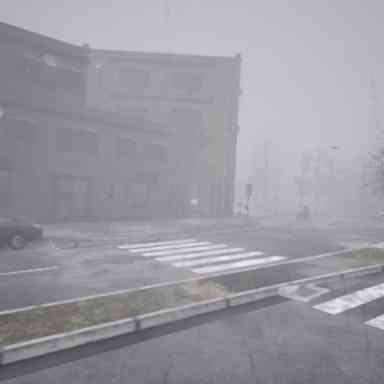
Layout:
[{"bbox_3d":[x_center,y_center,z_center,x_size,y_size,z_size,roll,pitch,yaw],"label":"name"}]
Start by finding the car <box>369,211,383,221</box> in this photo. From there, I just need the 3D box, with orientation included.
[{"bbox_3d":[30.434,3.732,52.596,4.553,1.767,2.097,4,-2,-18],"label":"car"}]

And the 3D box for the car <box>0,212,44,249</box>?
[{"bbox_3d":[-8.265,1.509,12.834,4.674,1.452,2.002,1,-2,-36],"label":"car"}]

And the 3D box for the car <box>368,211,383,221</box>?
[{"bbox_3d":[32.929,4.162,56.710,5.008,1.535,1.882,4,-3,-10],"label":"car"}]
